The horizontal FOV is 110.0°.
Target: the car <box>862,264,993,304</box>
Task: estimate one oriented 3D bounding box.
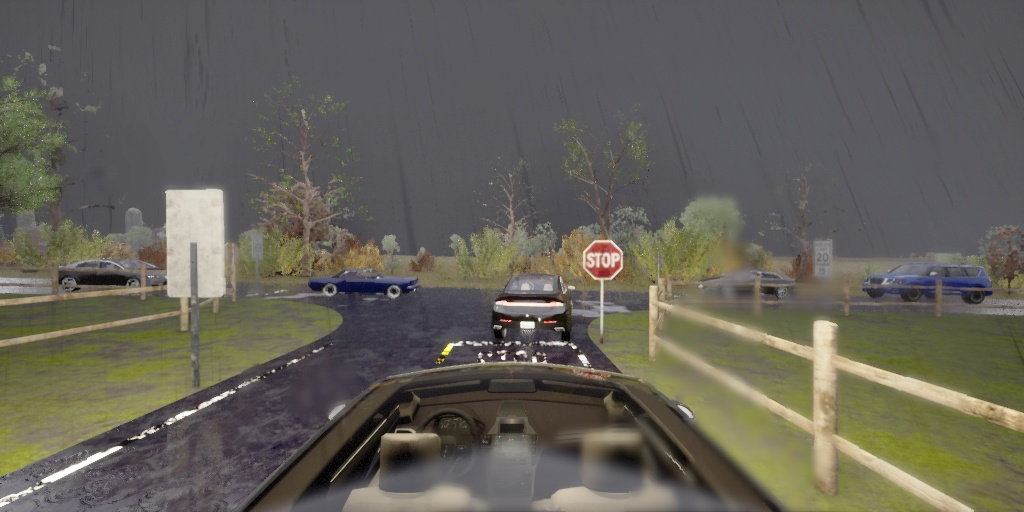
[{"bbox_3d":[22.907,1.465,19.873,5.566,2.045,2.150,1,1,0],"label":"car"}]

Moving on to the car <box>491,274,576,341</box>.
[{"bbox_3d":[0.710,1.239,9.934,2.128,1.511,4.902,0,0,9],"label":"car"}]

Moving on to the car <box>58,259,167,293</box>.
[{"bbox_3d":[-18.483,0.884,16.990,4.902,1.511,2.128,1,1,0],"label":"car"}]

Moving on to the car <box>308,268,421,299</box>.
[{"bbox_3d":[-6.815,1.247,16.969,4.718,1.301,1.895,1,1,0],"label":"car"}]

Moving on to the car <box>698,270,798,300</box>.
[{"bbox_3d":[13.012,1.523,19.888,4.902,1.511,2.128,1,1,0],"label":"car"}]
